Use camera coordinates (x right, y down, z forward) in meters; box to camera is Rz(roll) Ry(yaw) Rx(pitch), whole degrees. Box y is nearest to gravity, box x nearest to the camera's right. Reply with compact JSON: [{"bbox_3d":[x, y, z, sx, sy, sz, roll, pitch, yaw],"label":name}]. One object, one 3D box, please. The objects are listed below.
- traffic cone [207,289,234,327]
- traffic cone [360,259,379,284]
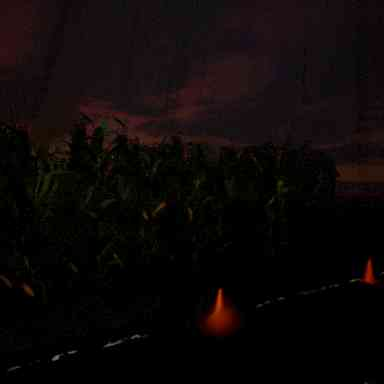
[{"bbox_3d":[0.502,1.993,5.833,0.340,0.580,0.340,1,0,-35],"label":"traffic cone"},{"bbox_3d":[4.639,2.049,8.687,0.340,0.580,0.340,1,0,-34],"label":"traffic cone"}]
